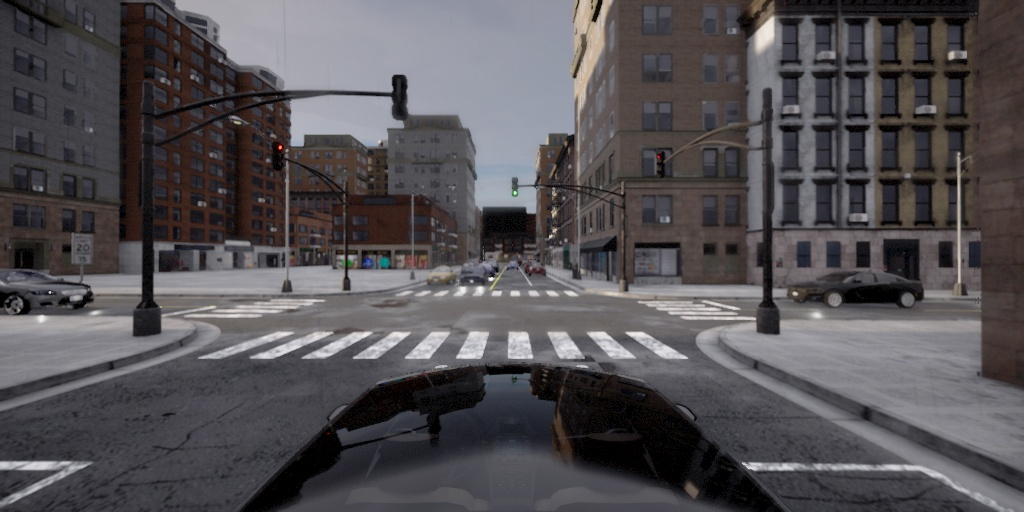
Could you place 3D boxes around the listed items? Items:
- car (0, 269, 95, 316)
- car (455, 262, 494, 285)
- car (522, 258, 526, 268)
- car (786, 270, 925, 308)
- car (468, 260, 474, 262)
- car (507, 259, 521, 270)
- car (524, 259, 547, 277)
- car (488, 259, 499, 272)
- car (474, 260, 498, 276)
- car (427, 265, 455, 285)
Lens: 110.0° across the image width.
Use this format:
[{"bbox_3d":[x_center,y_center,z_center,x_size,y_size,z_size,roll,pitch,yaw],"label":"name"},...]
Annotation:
[{"bbox_3d":[-17.834,1.215,12.666,4.902,1.511,2.128,0,0,0],"label":"car"},{"bbox_3d":[-2.815,1.432,27.921,2.033,1.411,5.357,0,0,0],"label":"car"},{"bbox_3d":[2.693,1.287,44.812,2.192,1.841,5.009,0,0,0],"label":"car"},{"bbox_3d":[14.790,1.381,15.609,5.008,1.535,1.882,0,0,-1],"label":"car"},{"bbox_3d":[-5.332,1.522,44.823,2.007,1.370,4.403,0,0,0],"label":"car"},{"bbox_3d":[0.165,1.587,57.801,2.033,1.411,5.357,0,0,1],"label":"car"},{"bbox_3d":[2.686,1.382,39.150,1.967,1.591,4.097,0,0,0],"label":"car"},{"bbox_3d":[-2.773,1.469,48.462,1.882,1.535,5.008,0,0,0],"label":"car"},{"bbox_3d":[-2.805,1.462,37.971,1.812,1.442,4.674,0,0,0],"label":"car"},{"bbox_3d":[-5.354,1.409,27.667,1.751,1.417,4.829,0,0,0],"label":"car"}]
